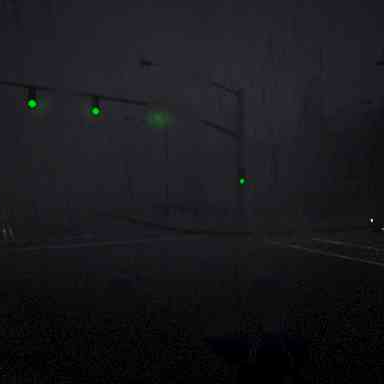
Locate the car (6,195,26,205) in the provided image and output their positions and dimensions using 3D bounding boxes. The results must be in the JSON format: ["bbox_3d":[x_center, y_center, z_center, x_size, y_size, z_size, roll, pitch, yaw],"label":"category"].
[{"bbox_3d":[-25.845,1.191,49.577,1.837,1.490,4.892,0,0,1],"label":"car"}]

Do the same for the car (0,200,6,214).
[{"bbox_3d":[-18.318,1.275,29.861,1.882,1.535,5.008,0,0,-24],"label":"car"}]

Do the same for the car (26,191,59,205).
[{"bbox_3d":[-22.351,0.920,50.690,2.150,2.045,5.566,0,0,3],"label":"car"}]

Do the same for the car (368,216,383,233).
[{"bbox_3d":[11.739,1.588,17.937,4.718,1.301,1.895,0,0,-27],"label":"car"}]
